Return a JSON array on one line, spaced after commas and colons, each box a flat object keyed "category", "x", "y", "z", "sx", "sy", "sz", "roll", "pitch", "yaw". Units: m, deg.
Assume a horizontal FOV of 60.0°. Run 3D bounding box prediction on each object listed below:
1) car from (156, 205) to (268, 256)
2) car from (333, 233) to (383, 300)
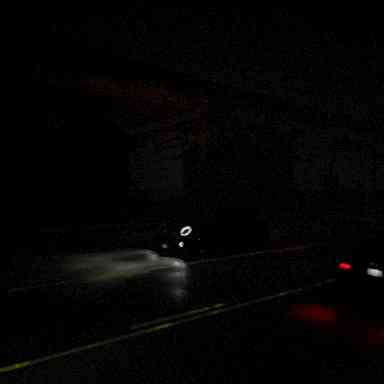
[{"category": "car", "x": 0.859, "y": 1.350, "z": 13.185, "sx": 4.553, "sy": 1.767, "sz": 2.097, "roll": 0, "pitch": 0, "yaw": -35}, {"category": "car", "x": 5.431, "y": 1.545, "z": 7.630, "sx": 5.357, "sy": 1.411, "sz": 2.033, "roll": 0, "pitch": 0, "yaw": -36}]
